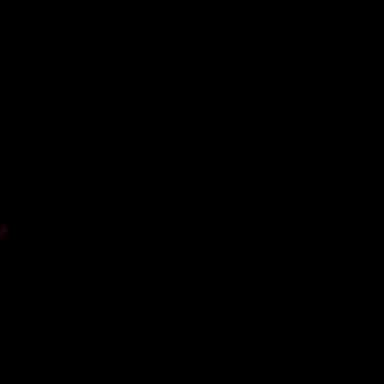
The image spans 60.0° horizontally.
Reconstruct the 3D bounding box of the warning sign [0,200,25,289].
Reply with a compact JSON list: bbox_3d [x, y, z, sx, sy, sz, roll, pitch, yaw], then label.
[{"bbox_3d":[-4.591,1.125,7.242,1.060,1.860,1.300,1,0,36],"label":"warning sign"}]
